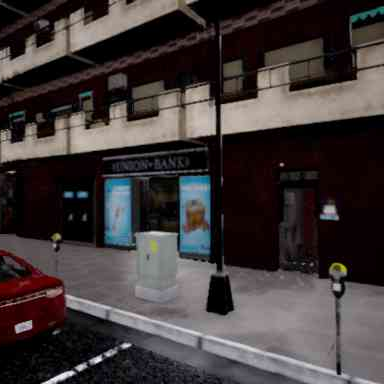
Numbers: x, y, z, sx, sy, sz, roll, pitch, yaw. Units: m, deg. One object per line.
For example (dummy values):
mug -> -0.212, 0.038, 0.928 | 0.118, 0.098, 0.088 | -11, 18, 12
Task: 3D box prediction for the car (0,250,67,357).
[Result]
car -> -3.964, 1.609, 5.546 | 4.507, 1.381, 1.887 | -1, 0, 35
